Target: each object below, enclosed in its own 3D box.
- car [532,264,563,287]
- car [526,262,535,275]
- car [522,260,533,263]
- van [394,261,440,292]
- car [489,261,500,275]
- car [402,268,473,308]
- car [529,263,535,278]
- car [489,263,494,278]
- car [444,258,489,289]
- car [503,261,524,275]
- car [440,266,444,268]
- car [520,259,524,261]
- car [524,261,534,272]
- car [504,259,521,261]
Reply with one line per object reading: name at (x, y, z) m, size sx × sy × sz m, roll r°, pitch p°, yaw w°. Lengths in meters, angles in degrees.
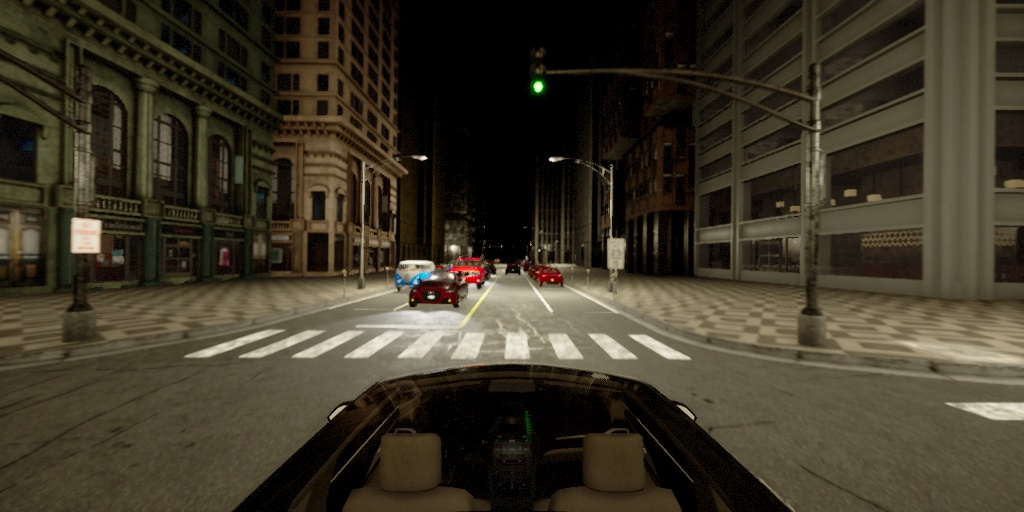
car at (2.797, 1.542, 27.119) m, size 1.888 × 1.381 × 4.507 m, roll 0°, pitch 0°, yaw 0°
car at (2.801, 1.631, 38.169) m, size 1.888 × 1.381 × 4.507 m, roll 0°, pitch 0°, yaw 0°
car at (2.808, 1.767, 54.745) m, size 1.888 × 1.381 × 4.507 m, roll 0°, pitch 0°, yaw 0°
van at (-5.762, 1.186, 21.618) m, size 1.690 × 1.789 × 3.998 m, roll 0°, pitch 0°, yaw 0°
car at (-2.996, 1.635, 45.236) m, size 1.994 × 1.385 × 4.181 m, roll 1°, pitch 0°, yaw 2°
car at (-3.071, 1.396, 15.724) m, size 1.994 × 1.385 × 4.181 m, roll 1°, pitch 0°, yaw 1°
car at (2.799, 1.586, 32.644) m, size 1.888 × 1.381 × 4.507 m, roll 0°, pitch 0°, yaw 0°
car at (-3.053, 1.589, 35.157) m, size 1.895 × 1.301 × 4.718 m, roll 1°, pitch 0°, yaw 0°
car at (-3.071, 1.130, 25.353) m, size 2.150 × 2.045 × 5.566 m, roll 1°, pitch 0°, yaw 0°
car at (0.133, 1.678, 45.659) m, size 1.994 × 1.385 × 4.181 m, roll 1°, pitch 0°, yaw 0°
car at (-5.757, 1.434, 27.143) m, size 1.888 × 1.381 × 4.507 m, roll 0°, pitch 0°, yaw 0°
car at (2.810, 1.582, 60.270) m, size 2.192 × 1.841 × 5.009 m, roll 0°, pitch 0°, yaw 0°
car at (2.803, 1.657, 43.864) m, size 1.751 × 1.417 × 4.829 m, roll 0°, pitch 0°, yaw 0°
car at (0.047, 1.682, 56.823) m, size 1.882 × 1.535 × 5.008 m, roll 1°, pitch 0°, yaw 0°
